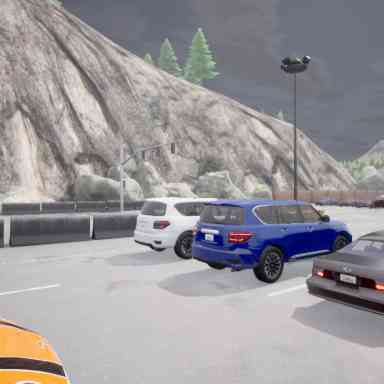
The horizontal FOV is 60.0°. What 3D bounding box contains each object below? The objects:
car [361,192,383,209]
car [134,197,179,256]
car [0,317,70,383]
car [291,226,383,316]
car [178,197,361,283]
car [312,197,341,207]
[{"bbox_3d":[22.663,1.237,42.129,4.553,1.767,2.097,0,0,-36],"label":"car"},{"bbox_3d":[0.525,1.221,12.797,5.566,2.045,2.150,0,0,-36],"label":"car"},{"bbox_3d":[-2.939,1.350,1.644,4.553,1.767,2.097,0,0,-36],"label":"car"},{"bbox_3d":[4.740,1.547,7.213,5.357,1.411,2.033,0,0,-36],"label":"car"},{"bbox_3d":[2.550,1.221,9.920,5.566,2.045,2.150,0,0,-38],"label":"car"},{"bbox_3d":[19.685,1.442,48.618,4.181,1.385,1.994,0,0,-36],"label":"car"}]
